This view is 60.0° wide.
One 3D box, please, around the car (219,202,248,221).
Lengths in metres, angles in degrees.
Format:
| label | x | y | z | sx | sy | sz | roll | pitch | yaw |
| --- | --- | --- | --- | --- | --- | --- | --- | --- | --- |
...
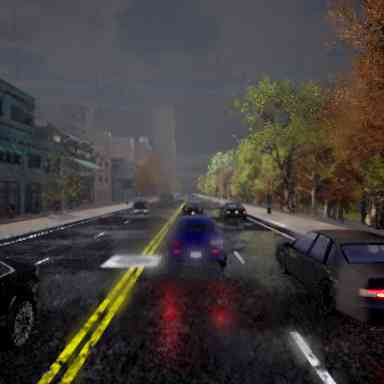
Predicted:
| label | x | y | z | sx | sy | sz | roll | pitch | yaw |
| --- | --- | --- | --- | --- | --- | --- | --- | --- | --- |
| car | 3.351 | 1.566 | 27.470 | 2.033 | 1.411 | 5.357 | 0 | 0 | 0 |

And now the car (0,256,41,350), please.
| label | x | y | z | sx | sy | sz | roll | pitch | yaw |
| --- | --- | --- | --- | --- | --- | --- | --- | --- | --- |
| car | -3.350 | 1.494 | 3.422 | 2.128 | 1.511 | 4.902 | 0 | 0 | 0 |

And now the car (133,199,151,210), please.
| label | x | y | z | sx | sy | sz | roll | pitch | yaw |
| --- | --- | --- | --- | --- | --- | --- | --- | --- | --- |
| car | -6.576 | 1.595 | 43.943 | 1.994 | 1.385 | 4.181 | 0 | 0 | 0 |

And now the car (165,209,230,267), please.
| label | x | y | z | sx | sy | sz | roll | pitch | yaw |
| --- | --- | --- | --- | --- | --- | --- | --- | --- | --- |
| car | 0.114 | 1.534 | 11.320 | 1.812 | 1.442 | 4.674 | 0 | 0 | 0 |

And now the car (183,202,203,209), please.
| label | x | y | z | sx | sy | sz | roll | pitch | yaw |
| --- | --- | --- | --- | --- | --- | --- | --- | --- | --- |
| car | 0.104 | 1.623 | 32.144 | 1.895 | 1.301 | 4.718 | 0 | 0 | 0 |

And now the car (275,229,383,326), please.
| label | x | y | z | sx | sy | sz | roll | pitch | yaw |
| --- | --- | --- | --- | --- | --- | --- | --- | --- | --- |
| car | 3.351 | 1.553 | 7.427 | 2.033 | 1.411 | 5.357 | 0 | 0 | 0 |

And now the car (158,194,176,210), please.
| label | x | y | z | sx | sy | sz | roll | pitch | yaw |
| --- | --- | --- | --- | --- | --- | --- | --- | --- | --- |
| car | -3.330 | 1.251 | 44.849 | 2.150 | 2.045 | 5.566 | 0 | 0 | 0 |
